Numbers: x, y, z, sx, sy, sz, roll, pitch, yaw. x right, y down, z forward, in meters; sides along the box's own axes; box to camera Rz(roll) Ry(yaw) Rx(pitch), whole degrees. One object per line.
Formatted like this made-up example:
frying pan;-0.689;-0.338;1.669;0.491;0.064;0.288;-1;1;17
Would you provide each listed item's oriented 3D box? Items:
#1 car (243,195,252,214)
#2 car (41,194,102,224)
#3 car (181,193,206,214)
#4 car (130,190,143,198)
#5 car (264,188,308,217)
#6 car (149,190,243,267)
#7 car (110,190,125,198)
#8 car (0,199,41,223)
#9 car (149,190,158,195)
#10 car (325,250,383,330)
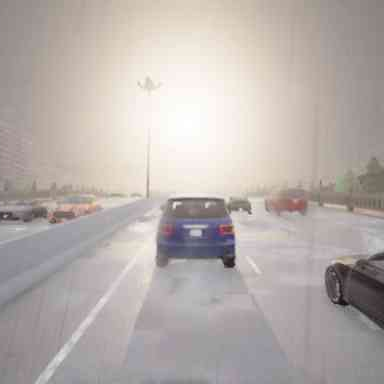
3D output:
car;3.622;0.964;27.055;1.837;1.490;4.892;0;2;0
car;-7.080;0.943;20.556;2.097;1.767;4.553;0;1;0
car;0.124;0.907;28.223;1.882;1.535;5.008;0;1;0
car;-10.457;0.322;62.708;1.812;1.442;4.674;0;-1;1
car;7.121;0.716;25.579;2.150;2.045;5.566;0;1;0
car;0.105;1.032;10.826;2.150;2.045;5.566;0;1;0
car;-13.949;0.342;62.711;2.033;1.411;5.357;0;-1;1
car;-10.580;1.143;20.887;1.994;1.385;4.181;0;1;0
car;-6.962;0.297;62.700;2.128;1.511;4.902;0;-1;1
car;3.587;1.469;4.798;1.812;1.442;4.674;0;1;0
